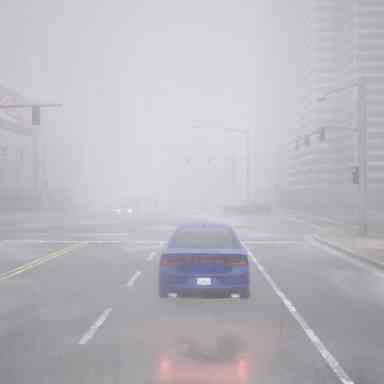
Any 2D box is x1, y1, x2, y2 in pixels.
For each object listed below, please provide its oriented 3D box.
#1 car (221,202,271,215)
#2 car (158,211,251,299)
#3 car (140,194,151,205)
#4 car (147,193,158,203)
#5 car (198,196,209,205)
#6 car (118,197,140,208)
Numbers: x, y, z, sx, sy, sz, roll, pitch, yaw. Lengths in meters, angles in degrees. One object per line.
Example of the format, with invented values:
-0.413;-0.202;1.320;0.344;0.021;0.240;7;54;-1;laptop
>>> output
5.239;1.601;32.772;4.718;1.301;1.895;0;0;2;car
0.313;1.478;8.538;1.882;1.535;5.008;0;0;2;car
-8.744;1.526;57.359;1.812;1.442;4.674;0;0;2;car
-8.333;1.221;67.625;2.150;2.045;5.566;0;0;2;car
2.055;1.525;60.900;1.812;1.442;4.674;0;0;2;car
-9.081;1.505;47.323;1.837;1.490;4.892;0;0;2;car
